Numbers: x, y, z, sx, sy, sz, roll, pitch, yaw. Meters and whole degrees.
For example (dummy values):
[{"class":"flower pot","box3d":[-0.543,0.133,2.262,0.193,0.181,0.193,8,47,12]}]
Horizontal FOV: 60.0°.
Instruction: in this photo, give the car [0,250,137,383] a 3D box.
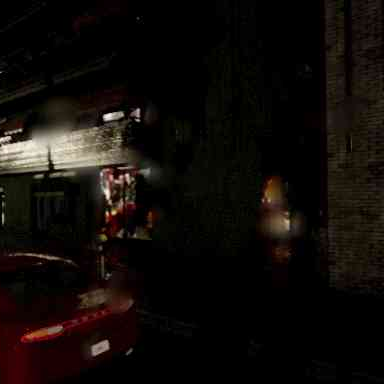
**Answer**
[{"class":"car","box3d":[-2.805,1.536,4.878,4.507,1.381,1.887,0,-1,35]}]
